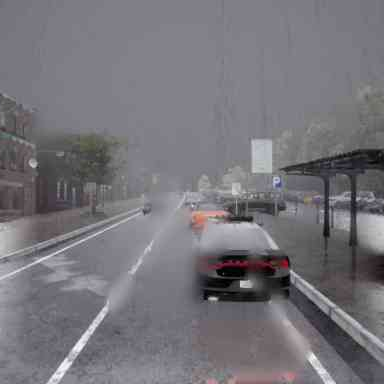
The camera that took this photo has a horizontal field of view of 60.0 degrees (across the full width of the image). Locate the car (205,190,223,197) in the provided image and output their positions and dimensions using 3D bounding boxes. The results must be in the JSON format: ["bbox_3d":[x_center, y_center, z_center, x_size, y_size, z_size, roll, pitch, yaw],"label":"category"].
[{"bbox_3d":[5.465,0.429,83.303,4.553,1.767,2.185,0,1,0],"label":"car"}]

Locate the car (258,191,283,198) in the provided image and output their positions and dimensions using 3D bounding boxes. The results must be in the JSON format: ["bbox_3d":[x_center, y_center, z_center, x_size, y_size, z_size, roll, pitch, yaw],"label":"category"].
[{"bbox_3d":[18.408,0.640,78.141,5.366,1.575,1.946,0,1,0],"label":"car"}]

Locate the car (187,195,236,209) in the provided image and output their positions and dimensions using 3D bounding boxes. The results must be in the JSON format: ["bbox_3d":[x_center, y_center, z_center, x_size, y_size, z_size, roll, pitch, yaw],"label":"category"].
[{"bbox_3d":[0.938,1.254,18.285,2.097,1.767,4.553,0,1,0],"label":"car"}]

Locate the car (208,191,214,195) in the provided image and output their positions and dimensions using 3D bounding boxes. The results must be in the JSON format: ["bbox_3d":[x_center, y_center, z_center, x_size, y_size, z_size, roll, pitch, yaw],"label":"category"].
[{"bbox_3d":[5.597,1.020,55.274,4.892,1.521,2.231,0,1,0],"label":"car"}]

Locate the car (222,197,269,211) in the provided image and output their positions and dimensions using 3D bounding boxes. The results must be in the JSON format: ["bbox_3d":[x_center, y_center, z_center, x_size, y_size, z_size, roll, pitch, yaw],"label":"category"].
[{"bbox_3d":[5.659,1.273,35.646,4.674,1.452,2.002,0,1,0],"label":"car"}]

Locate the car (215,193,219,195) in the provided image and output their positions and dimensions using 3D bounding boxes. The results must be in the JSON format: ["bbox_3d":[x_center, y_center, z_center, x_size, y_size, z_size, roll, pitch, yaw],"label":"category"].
[{"bbox_3d":[5.632,1.183,41.252,5.008,1.535,2.097,0,1,0],"label":"car"}]

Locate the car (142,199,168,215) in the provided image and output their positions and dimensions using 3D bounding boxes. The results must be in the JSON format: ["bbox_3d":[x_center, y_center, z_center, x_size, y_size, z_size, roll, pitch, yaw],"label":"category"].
[{"bbox_3d":[-3.311,1.356,30.459,1.994,1.385,4.181,0,1,0],"label":"car"}]

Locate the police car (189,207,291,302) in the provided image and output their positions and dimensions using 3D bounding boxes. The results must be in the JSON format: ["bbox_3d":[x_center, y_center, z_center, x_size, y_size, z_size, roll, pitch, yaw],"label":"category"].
[{"bbox_3d":[0.958,1.401,8.416,1.930,1.638,5.238,0,0,0],"label":"police car"}]

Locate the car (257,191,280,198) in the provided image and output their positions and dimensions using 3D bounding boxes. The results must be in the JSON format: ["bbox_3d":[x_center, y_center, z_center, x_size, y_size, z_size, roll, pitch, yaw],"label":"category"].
[{"bbox_3d":[18.589,0.597,80.918,4.892,1.521,2.231,0,1,0],"label":"car"}]

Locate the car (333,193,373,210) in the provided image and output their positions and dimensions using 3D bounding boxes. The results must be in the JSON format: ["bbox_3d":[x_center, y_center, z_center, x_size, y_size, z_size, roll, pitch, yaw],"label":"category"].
[{"bbox_3d":[18.739,1.226,36.504,5.008,1.535,2.097,0,1,0],"label":"car"}]

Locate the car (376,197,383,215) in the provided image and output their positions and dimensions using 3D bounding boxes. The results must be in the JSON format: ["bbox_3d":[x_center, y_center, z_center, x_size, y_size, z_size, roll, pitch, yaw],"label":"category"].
[{"bbox_3d":[18.791,1.331,28.178,4.792,1.488,2.163,0,1,0],"label":"car"}]

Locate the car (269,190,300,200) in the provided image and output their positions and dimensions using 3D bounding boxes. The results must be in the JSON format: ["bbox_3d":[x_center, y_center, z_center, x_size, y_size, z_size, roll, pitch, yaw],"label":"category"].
[{"bbox_3d":[18.659,0.578,67.037,5.566,2.045,2.435,0,1,0],"label":"car"}]

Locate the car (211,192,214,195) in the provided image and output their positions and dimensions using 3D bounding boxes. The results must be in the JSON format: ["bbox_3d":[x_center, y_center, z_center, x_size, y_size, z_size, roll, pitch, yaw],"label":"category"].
[{"bbox_3d":[5.639,1.126,49.664,4.792,1.488,2.163,0,1,0],"label":"car"}]

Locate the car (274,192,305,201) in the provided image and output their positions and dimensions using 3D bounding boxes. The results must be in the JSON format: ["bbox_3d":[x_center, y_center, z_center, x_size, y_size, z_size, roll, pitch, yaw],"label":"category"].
[{"bbox_3d":[18.826,0.873,64.266,5.366,1.575,1.946,0,1,0],"label":"car"}]

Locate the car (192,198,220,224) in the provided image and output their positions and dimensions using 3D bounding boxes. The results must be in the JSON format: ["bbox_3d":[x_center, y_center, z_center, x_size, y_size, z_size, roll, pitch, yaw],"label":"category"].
[{"bbox_3d":[0.926,1.303,24.514,1.801,1.575,5.366,0,1,0],"label":"car"}]

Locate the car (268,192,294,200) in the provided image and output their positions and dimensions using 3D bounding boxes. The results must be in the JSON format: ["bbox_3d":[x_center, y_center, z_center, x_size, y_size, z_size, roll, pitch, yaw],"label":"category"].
[{"bbox_3d":[18.592,0.812,69.816,4.792,1.488,2.163,0,1,0],"label":"car"}]

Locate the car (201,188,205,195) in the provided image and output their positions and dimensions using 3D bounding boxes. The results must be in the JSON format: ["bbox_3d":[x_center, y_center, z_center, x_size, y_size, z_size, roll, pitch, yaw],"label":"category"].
[{"bbox_3d":[5.486,0.398,77.696,5.566,2.045,2.435,0,1,0],"label":"car"}]

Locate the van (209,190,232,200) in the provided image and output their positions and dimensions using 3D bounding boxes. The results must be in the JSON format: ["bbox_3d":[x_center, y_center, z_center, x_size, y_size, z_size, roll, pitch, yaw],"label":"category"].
[{"bbox_3d":[5.669,0.612,66.485,4.442,1.987,1.878,0,1,0],"label":"van"}]

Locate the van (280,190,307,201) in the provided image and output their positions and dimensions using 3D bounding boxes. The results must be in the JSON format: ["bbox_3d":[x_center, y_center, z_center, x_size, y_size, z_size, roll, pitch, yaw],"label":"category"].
[{"bbox_3d":[18.766,0.697,61.488,4.442,1.987,1.878,0,1,0],"label":"van"}]

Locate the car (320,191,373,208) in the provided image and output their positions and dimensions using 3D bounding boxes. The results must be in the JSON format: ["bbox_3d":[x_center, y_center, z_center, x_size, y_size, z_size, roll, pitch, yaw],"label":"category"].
[{"bbox_3d":[18.695,0.950,39.278,5.566,2.045,2.435,0,1,0],"label":"car"}]

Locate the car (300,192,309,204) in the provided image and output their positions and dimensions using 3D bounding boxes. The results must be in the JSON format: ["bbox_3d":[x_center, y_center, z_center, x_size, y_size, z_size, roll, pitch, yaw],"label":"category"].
[{"bbox_3d":[18.881,1.116,47.610,5.366,1.575,1.946,0,1,0],"label":"car"}]

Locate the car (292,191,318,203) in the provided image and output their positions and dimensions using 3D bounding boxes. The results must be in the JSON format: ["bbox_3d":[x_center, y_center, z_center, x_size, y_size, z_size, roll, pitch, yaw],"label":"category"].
[{"bbox_3d":[18.706,1.080,53.164,4.792,1.488,2.163,0,1,0],"label":"car"}]

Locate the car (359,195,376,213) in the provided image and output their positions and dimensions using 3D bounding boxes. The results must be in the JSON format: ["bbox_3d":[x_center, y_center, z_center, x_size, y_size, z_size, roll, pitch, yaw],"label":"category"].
[{"bbox_3d":[18.758,1.277,30.953,4.892,1.521,2.231,0,1,0],"label":"car"}]

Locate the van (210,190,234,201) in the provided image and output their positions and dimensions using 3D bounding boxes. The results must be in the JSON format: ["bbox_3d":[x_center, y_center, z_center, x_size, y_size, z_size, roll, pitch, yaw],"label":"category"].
[{"bbox_3d":[5.679,0.659,63.682,4.442,1.987,1.878,0,1,0],"label":"van"}]

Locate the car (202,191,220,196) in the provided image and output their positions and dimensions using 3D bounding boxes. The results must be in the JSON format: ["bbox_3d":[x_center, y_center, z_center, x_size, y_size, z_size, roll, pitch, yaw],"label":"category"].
[{"bbox_3d":[5.453,0.366,94.517,5.008,1.535,2.097,0,1,0],"label":"car"}]

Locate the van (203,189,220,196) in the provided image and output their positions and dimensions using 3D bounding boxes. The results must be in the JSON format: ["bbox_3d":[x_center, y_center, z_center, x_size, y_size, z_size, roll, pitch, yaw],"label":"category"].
[{"bbox_3d":[5.351,0.187,91.710,4.442,1.987,1.878,0,1,0],"label":"van"}]

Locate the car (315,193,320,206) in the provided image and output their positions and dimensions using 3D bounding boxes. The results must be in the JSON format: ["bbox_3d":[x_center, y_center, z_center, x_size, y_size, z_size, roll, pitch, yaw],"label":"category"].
[{"bbox_3d":[18.709,1.178,42.054,4.892,1.521,2.231,0,1,0],"label":"car"}]

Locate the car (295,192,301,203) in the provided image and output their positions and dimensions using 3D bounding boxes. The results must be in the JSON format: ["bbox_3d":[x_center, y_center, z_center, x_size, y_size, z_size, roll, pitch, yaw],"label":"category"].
[{"bbox_3d":[18.657,1.119,50.381,4.792,1.488,2.163,0,1,0],"label":"car"}]

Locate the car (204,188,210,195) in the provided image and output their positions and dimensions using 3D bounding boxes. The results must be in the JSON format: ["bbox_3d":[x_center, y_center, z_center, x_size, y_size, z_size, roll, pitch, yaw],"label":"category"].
[{"bbox_3d":[5.543,0.680,60.877,5.566,2.045,2.435,0,1,0],"label":"car"}]

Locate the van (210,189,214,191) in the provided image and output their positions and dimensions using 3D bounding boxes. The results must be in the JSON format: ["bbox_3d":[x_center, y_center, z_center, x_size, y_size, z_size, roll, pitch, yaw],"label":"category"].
[{"bbox_3d":[5.698,0.753,58.078,4.442,1.987,1.878,0,1,0],"label":"van"}]

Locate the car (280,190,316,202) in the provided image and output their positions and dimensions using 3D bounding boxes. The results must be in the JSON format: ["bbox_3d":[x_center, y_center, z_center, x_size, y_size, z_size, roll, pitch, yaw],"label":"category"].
[{"bbox_3d":[18.687,0.718,58.711,5.566,2.045,2.435,0,1,0],"label":"car"}]

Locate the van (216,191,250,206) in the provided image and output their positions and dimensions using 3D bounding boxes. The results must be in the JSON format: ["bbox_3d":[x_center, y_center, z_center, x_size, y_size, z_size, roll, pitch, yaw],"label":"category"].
[{"bbox_3d":[5.735,0.901,46.858,4.442,1.987,1.878,0,1,0],"label":"van"}]

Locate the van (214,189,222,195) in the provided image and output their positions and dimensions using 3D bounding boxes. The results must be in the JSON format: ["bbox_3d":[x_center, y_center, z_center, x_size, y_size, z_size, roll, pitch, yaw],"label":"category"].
[{"bbox_3d":[5.512,0.931,44.056,4.442,1.987,1.878,0,1,0],"label":"van"}]

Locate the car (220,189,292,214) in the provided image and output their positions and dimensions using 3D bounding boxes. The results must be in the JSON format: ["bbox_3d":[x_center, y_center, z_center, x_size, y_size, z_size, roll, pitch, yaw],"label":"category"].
[{"bbox_3d":[5.647,1.032,30.037,5.566,2.045,2.435,0,1,0],"label":"car"}]

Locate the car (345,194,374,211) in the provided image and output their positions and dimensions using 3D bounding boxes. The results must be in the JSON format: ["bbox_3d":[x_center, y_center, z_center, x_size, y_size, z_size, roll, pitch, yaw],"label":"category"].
[{"bbox_3d":[18.748,1.251,33.728,5.008,1.535,2.097,0,1,0],"label":"car"}]

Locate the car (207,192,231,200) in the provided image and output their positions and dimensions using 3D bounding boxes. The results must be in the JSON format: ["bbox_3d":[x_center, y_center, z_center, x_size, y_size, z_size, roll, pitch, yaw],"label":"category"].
[{"bbox_3d":[5.537,0.791,69.291,4.892,1.521,2.231,0,1,0],"label":"car"}]

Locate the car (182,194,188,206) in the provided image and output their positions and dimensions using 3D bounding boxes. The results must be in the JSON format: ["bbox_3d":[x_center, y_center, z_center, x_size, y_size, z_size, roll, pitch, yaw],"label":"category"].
[{"bbox_3d":[-0.058,1.215,46.840,1.895,1.301,4.718,0,1,1],"label":"car"}]

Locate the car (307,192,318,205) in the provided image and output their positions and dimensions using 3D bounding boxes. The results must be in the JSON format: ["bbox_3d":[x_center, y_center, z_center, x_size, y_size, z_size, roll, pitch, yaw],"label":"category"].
[{"bbox_3d":[18.700,1.149,44.832,5.008,1.535,2.097,0,1,0],"label":"car"}]

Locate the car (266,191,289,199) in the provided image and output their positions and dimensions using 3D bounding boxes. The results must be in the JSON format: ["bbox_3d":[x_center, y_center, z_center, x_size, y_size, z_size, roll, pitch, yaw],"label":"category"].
[{"bbox_3d":[18.643,0.611,72.591,4.553,1.767,2.185,0,1,0],"label":"car"}]

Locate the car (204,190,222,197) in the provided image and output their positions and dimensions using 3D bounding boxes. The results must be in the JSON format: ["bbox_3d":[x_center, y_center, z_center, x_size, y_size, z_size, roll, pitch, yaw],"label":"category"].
[{"bbox_3d":[5.455,0.382,86.106,4.553,1.767,2.185,0,1,0],"label":"car"}]
